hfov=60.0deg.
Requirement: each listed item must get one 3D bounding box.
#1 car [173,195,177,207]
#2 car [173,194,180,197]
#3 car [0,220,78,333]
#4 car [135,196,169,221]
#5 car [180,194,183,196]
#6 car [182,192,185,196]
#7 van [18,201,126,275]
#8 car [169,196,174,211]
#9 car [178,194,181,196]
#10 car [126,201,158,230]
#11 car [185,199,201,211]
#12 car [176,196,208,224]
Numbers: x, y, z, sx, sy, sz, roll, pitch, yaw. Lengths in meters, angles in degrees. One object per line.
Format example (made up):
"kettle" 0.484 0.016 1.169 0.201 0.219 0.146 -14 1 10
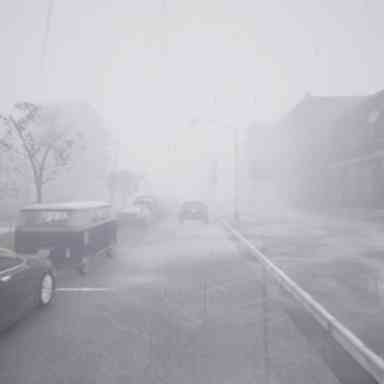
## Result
"car" -3.618 1.588 43.743 2.097 1.535 5.008 0 0 2
"car" -3.602 1.617 53.996 1.946 1.575 5.366 0 0 2
"car" -3.650 1.488 4.910 2.231 1.521 4.892 0 1 -2
"car" -3.631 1.315 28.312 2.435 2.045 5.566 0 0 1
"car" -3.600 1.671 65.934 2.231 1.521 4.892 0 -1 2
"car" -3.588 1.417 80.429 2.435 2.045 5.566 0 0 2
"van" -3.640 1.294 10.596 1.878 1.987 4.442 0 0 2
"car" -3.622 1.560 38.196 2.097 1.535 5.008 0 0 2
"car" -3.605 1.653 60.378 2.097 1.535 5.008 0 0 2
"car" -3.636 1.579 21.566 2.002 1.452 4.674 0 0 0
"car" 0.133 1.649 42.930 1.994 1.385 4.181 0 0 0
"car" 0.119 1.392 25.549 2.097 1.767 4.553 0 0 0
